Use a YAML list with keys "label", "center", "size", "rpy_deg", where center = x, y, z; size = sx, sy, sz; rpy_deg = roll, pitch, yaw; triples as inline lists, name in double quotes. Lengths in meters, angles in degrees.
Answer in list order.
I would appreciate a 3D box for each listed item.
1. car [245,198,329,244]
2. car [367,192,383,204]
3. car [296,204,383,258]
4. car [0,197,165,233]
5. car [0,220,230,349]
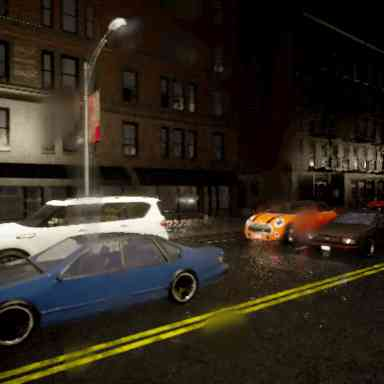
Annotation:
- label: "car"
  center: [4.517, 1.183, 14.841]
  size: [4.553, 1.767, 2.097]
  rpy_deg: [-1, 1, -35]
- label: "car"
  center: [13.015, 0.908, 20.833]
  size: [5.566, 2.045, 2.150]
  rpy_deg: [-1, 1, -36]
- label: "car"
  center: [6.482, 1.377, 12.252]
  size: [5.357, 1.411, 2.033]
  rpy_deg: [-1, 1, -35]
- label: "car"
  center: [-3.292, 1.185, 9.322]
  size: [5.566, 2.045, 2.150]
  rpy_deg: [-1, 1, -36]
- label: "car"
  center: [-1.744, 1.517, 6.426]
  size: [5.357, 1.411, 2.033]
  rpy_deg: [-1, 1, -36]
